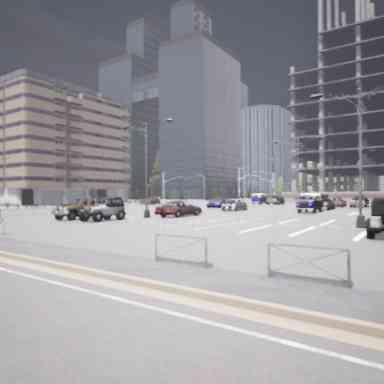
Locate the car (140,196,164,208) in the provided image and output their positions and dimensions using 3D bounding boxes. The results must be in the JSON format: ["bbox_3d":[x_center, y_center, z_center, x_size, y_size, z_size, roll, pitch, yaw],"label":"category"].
[{"bbox_3d":[-8.498,1.781,67.204,2.097,1.767,4.553,-1,0,34],"label":"car"}]

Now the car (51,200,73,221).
[{"bbox_3d":[-9.367,1.377,28.061,1.932,1.855,4.605,-1,0,34],"label":"car"}]

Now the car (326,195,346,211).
[{"bbox_3d":[20.639,1.463,47.041,1.784,1.438,3.905,-1,0,34],"label":"car"}]

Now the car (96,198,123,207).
[{"bbox_3d":[-15.525,1.940,63.080,1.882,1.535,5.008,-1,0,34],"label":"car"}]

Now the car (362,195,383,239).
[{"bbox_3d":[9.291,1.169,15.456,1.905,1.878,3.866,-1,0,34],"label":"car"}]

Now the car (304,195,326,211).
[{"bbox_3d":[18.240,1.521,48.660,1.970,1.475,3.806,-1,0,34],"label":"car"}]

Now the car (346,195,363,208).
[{"bbox_3d":[22.890,1.227,45.583,1.932,1.855,4.605,-1,0,34],"label":"car"}]

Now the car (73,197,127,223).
[{"bbox_3d":[-6.998,1.353,26.397,1.905,1.878,3.866,-1,0,34],"label":"car"}]

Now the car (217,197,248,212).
[{"bbox_3d":[5.013,1.571,39.365,1.970,1.475,3.806,-1,0,34],"label":"car"}]
